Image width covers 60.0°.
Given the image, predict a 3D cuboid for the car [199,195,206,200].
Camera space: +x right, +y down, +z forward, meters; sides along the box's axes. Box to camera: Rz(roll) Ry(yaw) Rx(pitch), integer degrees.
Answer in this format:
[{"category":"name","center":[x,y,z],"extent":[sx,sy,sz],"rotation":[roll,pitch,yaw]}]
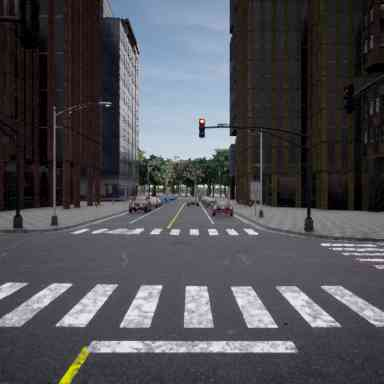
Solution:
[{"category":"car","center":[2.833,1.562,91.696],"extent":[1.752,1.417,4.829],"rotation":[0,0,0]}]

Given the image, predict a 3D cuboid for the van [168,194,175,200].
[{"category":"van","center":[-5.693,1.377,91.533],"extent":[1.690,1.788,3.998],"rotation":[0,0,0]}]

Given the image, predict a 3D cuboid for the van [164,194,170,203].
[{"category":"van","center":[-5.713,1.359,64.345],"extent":[1.690,1.788,3.998],"rotation":[0,0,0]}]

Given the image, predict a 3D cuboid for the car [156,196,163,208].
[{"category":"car","center":[-5.726,1.592,48.032],"extent":[1.802,1.307,4.206],"rotation":[0,0,0]}]

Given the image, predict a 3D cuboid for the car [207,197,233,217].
[{"category":"car","center":[2.787,1.445,31.713],"extent":[1.967,1.590,4.097],"rotation":[0,0,0]}]

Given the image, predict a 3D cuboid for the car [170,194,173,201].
[{"category":"car","center":[-5.709,1.571,69.783],"extent":[2.008,1.369,4.403],"rotation":[0,0,0]}]

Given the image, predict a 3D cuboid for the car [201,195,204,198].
[{"category":"car","center":[2.804,1.557,53.463],"extent":[1.887,1.381,4.507],"rotation":[0,0,0]}]

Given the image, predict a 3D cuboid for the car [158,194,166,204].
[{"category":"car","center":[-5.722,1.537,53.300],"extent":[1.752,1.417,4.829],"rotation":[0,0,0]}]

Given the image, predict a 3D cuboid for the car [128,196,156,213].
[{"category":"car","center":[-5.734,1.321,37.157],"extent":[2.192,1.841,5.009],"rotation":[0,0,0]}]

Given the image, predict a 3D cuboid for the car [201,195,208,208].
[{"category":"car","center":[2.799,1.561,48.025],"extent":[2.008,1.369,4.403],"rotation":[0,0,0]}]

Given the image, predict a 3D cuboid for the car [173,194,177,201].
[{"category":"car","center":[-5.696,1.598,86.095],"extent":[1.947,1.339,4.313],"rotation":[0,0,0]}]

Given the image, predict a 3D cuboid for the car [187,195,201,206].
[{"category":"car","center":[0.152,1.559,53.905],"extent":[2.033,1.411,5.357],"rotation":[0,0,-1]}]
